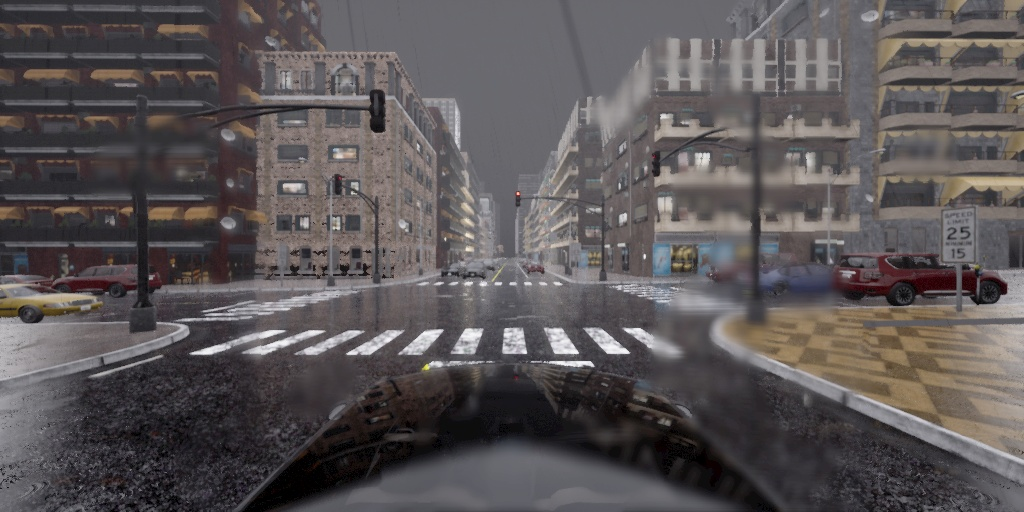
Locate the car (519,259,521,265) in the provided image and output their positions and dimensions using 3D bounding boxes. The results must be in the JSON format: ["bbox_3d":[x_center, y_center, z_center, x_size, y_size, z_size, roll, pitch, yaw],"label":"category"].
[{"bbox_3d":[2.570,1.338,57.913,1.802,1.307,4.207,0,0,0],"label":"car"}]

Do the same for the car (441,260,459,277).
[{"bbox_3d":[-5.762,1.315,35.163,1.948,1.339,4.313,0,0,0],"label":"car"}]

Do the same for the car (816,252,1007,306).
[{"bbox_3d":[14.686,0.773,13.164,5.009,1.841,2.192,0,0,-1],"label":"car"}]

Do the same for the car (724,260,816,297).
[{"bbox_3d":[12.940,1.030,16.079,5.357,1.411,2.033,-1,0,4],"label":"car"}]

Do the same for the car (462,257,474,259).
[{"bbox_3d":[-5.786,1.067,46.528,2.192,1.841,5.009,0,0,0],"label":"car"}]

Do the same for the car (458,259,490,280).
[{"bbox_3d":[-3.162,1.254,31.062,1.837,1.490,4.892,0,0,0],"label":"car"}]

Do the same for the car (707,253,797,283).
[{"bbox_3d":[14.533,0.755,21.542,5.009,1.841,2.192,0,0,-1],"label":"car"}]

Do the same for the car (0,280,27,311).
[{"bbox_3d":[-24.426,1.773,15.328,4.718,1.301,1.895,-1,0,-1],"label":"car"}]

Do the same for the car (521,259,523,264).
[{"bbox_3d":[2.594,1.192,46.548,1.967,1.591,4.097,0,0,0],"label":"car"}]

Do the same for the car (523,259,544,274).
[{"bbox_3d":[2.606,1.190,40.866,1.967,1.591,4.097,0,0,0],"label":"car"}]

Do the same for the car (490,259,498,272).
[{"bbox_3d":[-3.191,1.229,46.765,1.882,1.535,5.008,0,0,0],"label":"car"}]

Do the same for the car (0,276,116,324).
[{"bbox_3d":[-17.654,1.583,12.812,4.829,1.417,1.751,0,0,-1],"label":"car"}]

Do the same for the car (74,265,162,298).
[{"bbox_3d":[-23.640,1.459,21.095,5.009,1.841,2.192,0,0,-1],"label":"car"}]
